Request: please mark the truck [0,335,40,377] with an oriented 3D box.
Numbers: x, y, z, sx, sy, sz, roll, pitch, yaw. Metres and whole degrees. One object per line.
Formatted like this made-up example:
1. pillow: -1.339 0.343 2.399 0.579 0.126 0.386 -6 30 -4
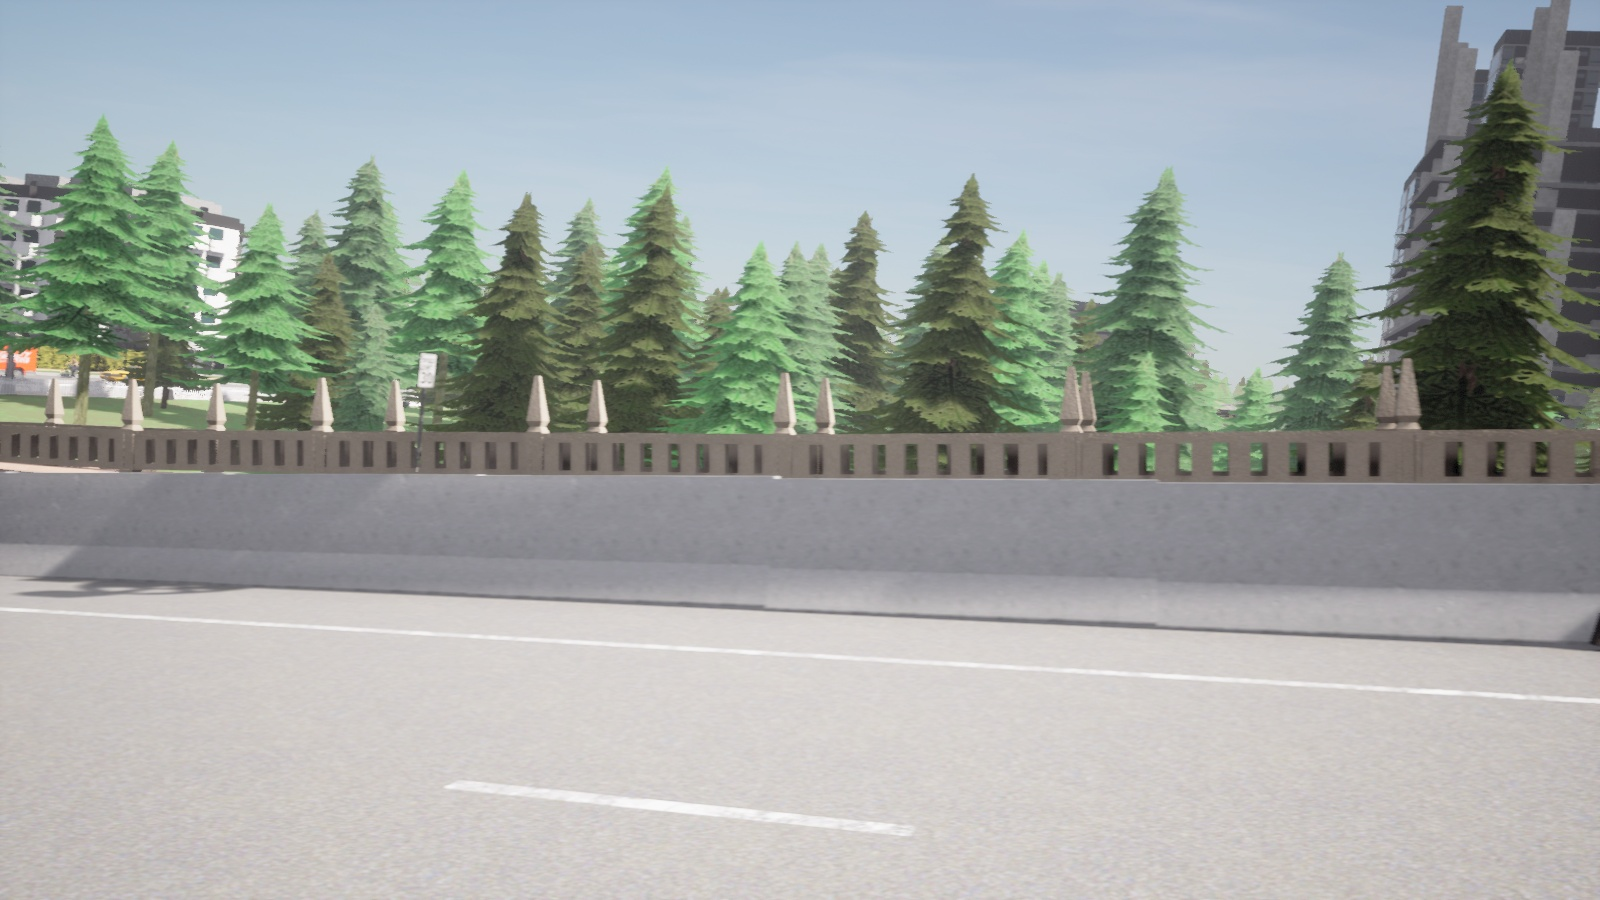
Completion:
1. truck: -52.580 -6.218 81.239 2.627 2.467 5.204 8 3 20
